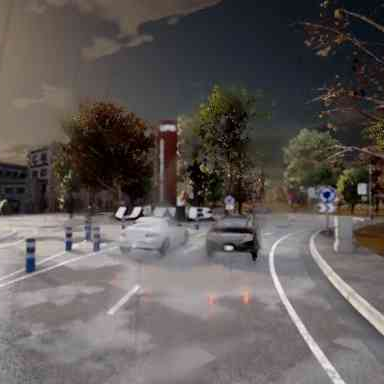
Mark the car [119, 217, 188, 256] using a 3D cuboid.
[{"bbox_3d":[-1.531,1.783,14.371,1.812,1.442,4.674,0,-2,14],"label":"car"}]

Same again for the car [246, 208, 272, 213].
[{"bbox_3d":[13.084,3.645,65.382,5.357,1.411,2.033,-2,-3,45],"label":"car"}]

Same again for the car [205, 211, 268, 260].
[{"bbox_3d":[1.800,1.720,13.450,2.128,1.511,4.902,-1,-2,14],"label":"car"}]

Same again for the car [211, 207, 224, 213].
[{"bbox_3d":[5.512,3.709,66.826,4.181,1.385,1.994,-1,-2,24],"label":"car"}]
